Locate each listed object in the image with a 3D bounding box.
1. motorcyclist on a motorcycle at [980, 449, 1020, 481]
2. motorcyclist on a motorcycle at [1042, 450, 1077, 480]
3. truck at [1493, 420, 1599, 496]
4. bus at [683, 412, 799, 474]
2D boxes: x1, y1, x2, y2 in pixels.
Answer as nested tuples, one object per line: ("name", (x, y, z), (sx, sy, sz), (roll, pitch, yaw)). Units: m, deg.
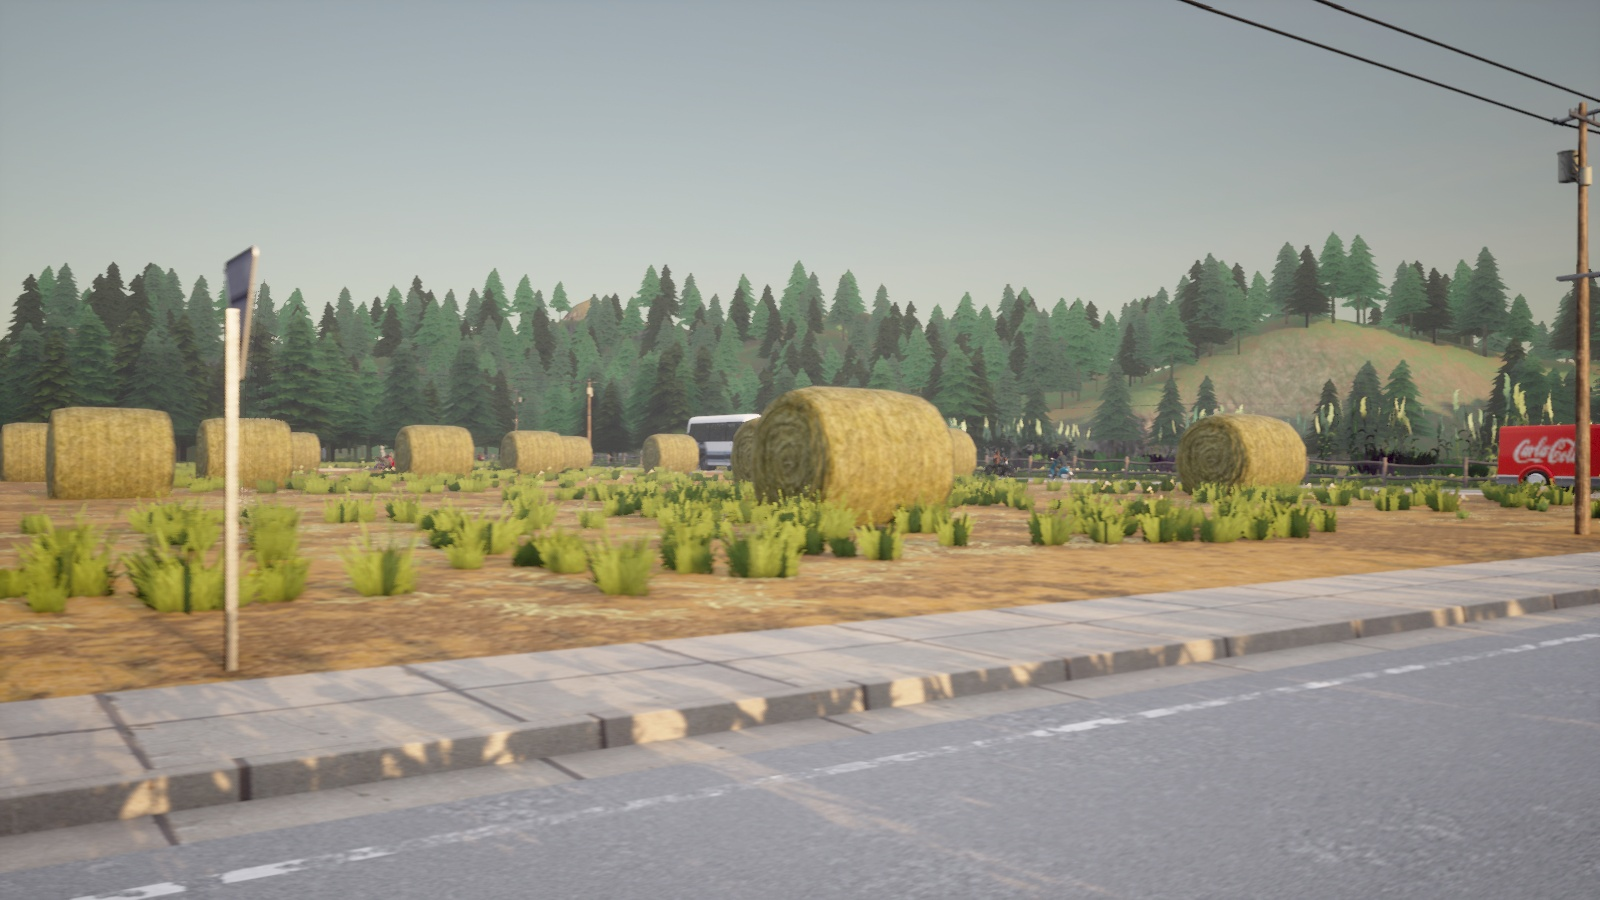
("motorcyclist on a motorcycle", (10.728, 0.797, 67.296), (0.766, 1.649, 2.350), (0, 0, -32))
("motorcyclist on a motorcycle", (14.136, 0.795, 68.449), (0.866, 1.590, 1.817), (0, 0, -32))
("truck", (26.477, 0.264, 41.970), (2.627, 2.467, 5.204), (0, 0, -32))
("bus", (-4.472, -0.438, 91.734), (3.944, 4.253, 10.273), (0, 0, -32))
